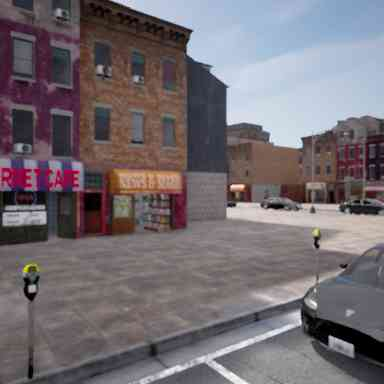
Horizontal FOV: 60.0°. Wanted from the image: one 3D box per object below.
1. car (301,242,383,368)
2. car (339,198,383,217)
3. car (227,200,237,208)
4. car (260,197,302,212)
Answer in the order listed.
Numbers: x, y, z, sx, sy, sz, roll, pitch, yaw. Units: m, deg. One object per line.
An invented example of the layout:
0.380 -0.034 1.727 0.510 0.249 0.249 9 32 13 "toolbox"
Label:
3.621 1.523 5.368 4.313 1.339 1.947 -1 1 -35 "car"
15.096 1.328 28.378 1.837 1.490 4.892 0 0 -35 "car"
3.643 1.413 44.575 2.033 1.411 5.357 0 0 -36 "car"
9.626 1.335 36.119 2.128 1.511 4.902 0 0 -35 "car"
